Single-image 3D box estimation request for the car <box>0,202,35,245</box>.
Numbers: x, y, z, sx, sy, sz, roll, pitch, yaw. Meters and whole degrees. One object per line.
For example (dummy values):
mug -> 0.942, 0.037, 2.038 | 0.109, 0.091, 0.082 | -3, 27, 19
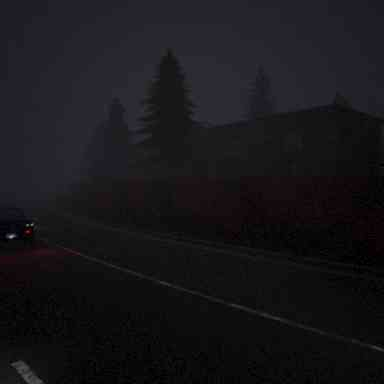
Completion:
car -> -7.577, 1.276, 13.116 | 1.812, 1.442, 4.674 | -1, 2, -39
